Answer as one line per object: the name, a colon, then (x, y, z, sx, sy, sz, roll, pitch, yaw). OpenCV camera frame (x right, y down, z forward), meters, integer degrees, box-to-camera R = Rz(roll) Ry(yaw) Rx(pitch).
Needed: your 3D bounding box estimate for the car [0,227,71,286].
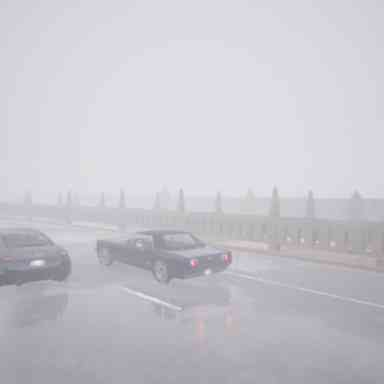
car: (-5.141, 1.687, 9.453, 1.994, 1.385, 4.181, 3, -2, -45)

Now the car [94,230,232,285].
car: (-1.141, 1.833, 10.395, 1.895, 1.301, 4.718, 3, -2, -45)
